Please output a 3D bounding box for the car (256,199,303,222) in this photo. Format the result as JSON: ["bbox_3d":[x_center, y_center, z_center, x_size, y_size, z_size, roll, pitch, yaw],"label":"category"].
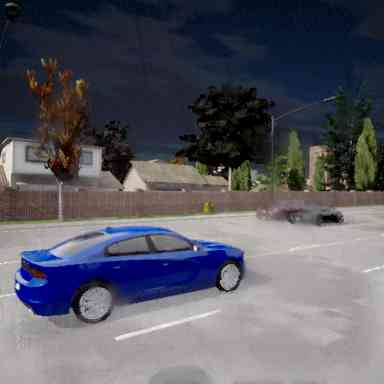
[{"bbox_3d":[7.196,1.361,26.195,4.553,1.767,2.097,0,0,-36],"label":"car"}]

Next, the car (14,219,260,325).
[{"bbox_3d":[-1.000,1.479,7.204,5.008,1.535,1.882,0,0,-35],"label":"car"}]

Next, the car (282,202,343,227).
[{"bbox_3d":[8.523,1.572,22.842,4.181,1.385,1.994,0,0,-36],"label":"car"}]
